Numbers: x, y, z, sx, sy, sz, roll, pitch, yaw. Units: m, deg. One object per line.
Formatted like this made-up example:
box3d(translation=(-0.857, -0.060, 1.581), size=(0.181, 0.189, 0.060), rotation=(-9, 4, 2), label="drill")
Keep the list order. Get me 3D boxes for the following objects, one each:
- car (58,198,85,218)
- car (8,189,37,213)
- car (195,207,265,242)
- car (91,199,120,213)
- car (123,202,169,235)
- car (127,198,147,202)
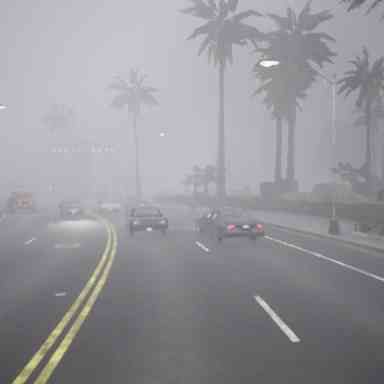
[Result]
box3d(translation=(-10.099, 1.296, 27.705), size=(2.128, 1.511, 4.902), rotation=(0, 0, -25), label="car")
box3d(translation=(-17.411, 0.997, 34.021), size=(2.150, 2.045, 5.566), rotation=(0, 0, -34), label="car")
box3d(translation=(1.592, 1.414, 15.709), size=(2.033, 1.411, 5.357), rotation=(0, 0, -13), label="car")
box3d(translation=(-8.789, 1.354, 33.473), size=(1.895, 1.301, 4.718), rotation=(0, 1, -28), label="car")
box3d(translation=(-2.601, 1.462, 17.907), size=(1.895, 1.301, 4.718), rotation=(0, 0, -15), label="car")
box3d(translation=(-5.874, 1.294, 35.261), size=(1.994, 1.385, 4.181), rotation=(0, 1, -28), label="car")
